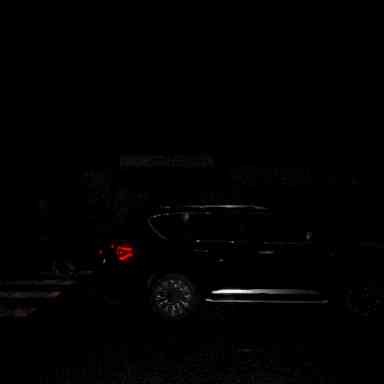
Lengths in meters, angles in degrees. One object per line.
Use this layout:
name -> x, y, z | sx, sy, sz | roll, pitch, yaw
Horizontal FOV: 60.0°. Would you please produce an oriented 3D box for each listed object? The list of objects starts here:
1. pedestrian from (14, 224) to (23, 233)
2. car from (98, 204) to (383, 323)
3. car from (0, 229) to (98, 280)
pedestrian -> -6.683, 1.794, 12.805 | 0.500, 1.100, 0.500 | 0, -1, 1
car -> 1.210, 1.268, 6.828 | 5.566, 2.045, 2.150 | 0, -1, 1
car -> -4.810, 1.769, 9.868 | 4.718, 1.301, 1.895 | -1, -2, 1
